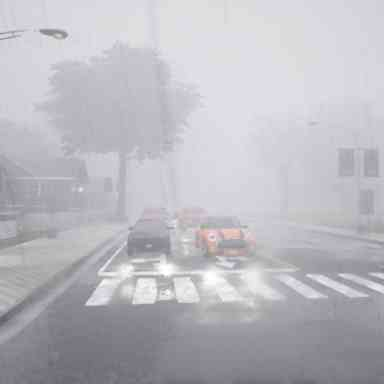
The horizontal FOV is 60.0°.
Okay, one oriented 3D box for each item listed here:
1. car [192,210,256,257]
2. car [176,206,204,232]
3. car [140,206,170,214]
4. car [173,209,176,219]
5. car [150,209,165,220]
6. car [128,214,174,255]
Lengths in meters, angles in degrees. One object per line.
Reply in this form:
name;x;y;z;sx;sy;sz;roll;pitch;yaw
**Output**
car;1.412;1.877;15.338;2.097;1.767;4.553;0;-2;-6
car;0.121;2.230;28.559;2.150;2.045;5.566;0;-2;-6
car;-3.024;2.190;27.320;2.150;2.045;5.566;0;-2;-6
car;-1.868;3.434;50.172;1.895;1.301;4.718;0;-2;-5
car;-5.009;3.274;48.775;2.128;1.511;4.902;0;-3;-5
car;-1.948;2.036;16.124;1.882;1.535;5.008;0;-2;-4
